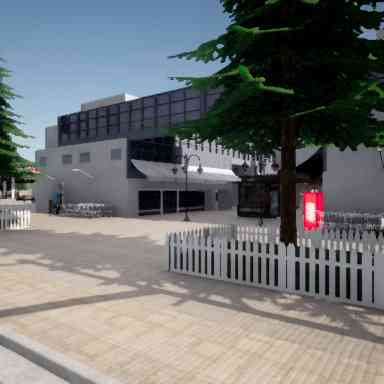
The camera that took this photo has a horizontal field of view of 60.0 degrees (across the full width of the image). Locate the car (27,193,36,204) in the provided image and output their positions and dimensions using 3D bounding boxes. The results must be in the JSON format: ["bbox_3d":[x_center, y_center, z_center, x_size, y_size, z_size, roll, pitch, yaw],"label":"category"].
[{"bbox_3d":[-26.248,1.096,58.259,4.605,1.855,1.932,0,0,36],"label":"car"}]

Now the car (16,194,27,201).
[{"bbox_3d":[-37.451,1.297,74.314,4.514,1.523,2.007,0,0,36],"label":"car"}]
